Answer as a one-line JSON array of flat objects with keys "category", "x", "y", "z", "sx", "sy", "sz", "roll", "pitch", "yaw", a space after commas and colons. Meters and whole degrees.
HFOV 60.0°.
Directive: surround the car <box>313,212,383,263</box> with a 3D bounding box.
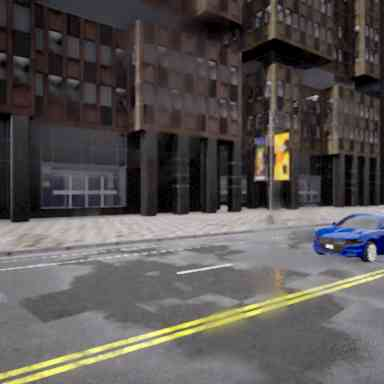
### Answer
[{"category": "car", "x": 6.532, "y": 1.522, "z": 12.321, "sx": 5.008, "sy": 1.535, "sz": 1.882, "roll": 0, "pitch": 0, "yaw": -35}]
